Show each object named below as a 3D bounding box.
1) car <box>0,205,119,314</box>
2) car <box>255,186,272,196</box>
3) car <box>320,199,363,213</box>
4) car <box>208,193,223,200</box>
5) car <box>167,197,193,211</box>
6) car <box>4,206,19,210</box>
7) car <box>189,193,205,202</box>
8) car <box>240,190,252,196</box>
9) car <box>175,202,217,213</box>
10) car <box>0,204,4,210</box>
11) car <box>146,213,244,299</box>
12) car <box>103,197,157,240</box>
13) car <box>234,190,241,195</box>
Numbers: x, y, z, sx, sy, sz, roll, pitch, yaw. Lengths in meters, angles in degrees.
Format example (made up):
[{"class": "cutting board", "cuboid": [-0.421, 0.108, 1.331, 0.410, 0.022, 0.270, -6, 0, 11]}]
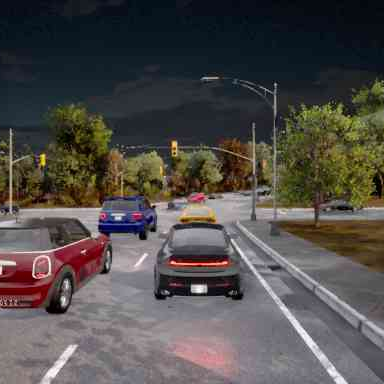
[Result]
[{"class": "car", "cuboid": [-3.353, 1.363, 7.801, 2.097, 1.767, 4.553, 0, 0, 1]}, {"class": "car", "cuboid": [17.947, 0.150, 83.044, 1.882, 1.535, 5.008, 0, 3, 33]}, {"class": "car", "cuboid": [16.385, 1.534, 37.011, 4.902, 1.511, 2.128, -1, 0, 4]}, {"class": "car", "cuboid": [5.297, 1.025, 74.495, 2.033, 1.411, 5.357, 0, 2, 23]}, {"class": "car", "cuboid": [-1.862, 1.645, 41.973, 1.812, 1.442, 4.674, -1, 0, -21]}, {"class": "car", "cuboid": [-21.174, 1.827, 35.662, 4.718, 1.301, 1.895, -1, 0, 3]}, {"class": "car", "cuboid": [0.762, 1.176, 63.406, 2.150, 2.045, 5.566, 0, 2, 20]}, {"class": "car", "cuboid": [14.627, 0.267, 84.324, 1.994, 1.385, 4.181, 0, 3, 33]}, {"class": "car", "cuboid": [0.348, 1.518, 17.846, 1.882, 1.535, 5.008, 0, 0, 2]}, {"class": "car", "cuboid": [-21.519, 1.709, 32.172, 4.902, 1.511, 2.128, -1, 0, 4]}, {"class": "car", "cuboid": [0.154, 1.517, 8.467, 1.837, 1.490, 4.892, 0, 0, 1]}, {"class": "car", "cuboid": [-3.181, 1.260, 17.364, 2.150, 2.045, 5.566, 0, 0, 2]}, {"class": "car", "cuboid": [12.633, 0.145, 87.760, 1.994, 1.385, 4.181, 0, 3, 31]}]
